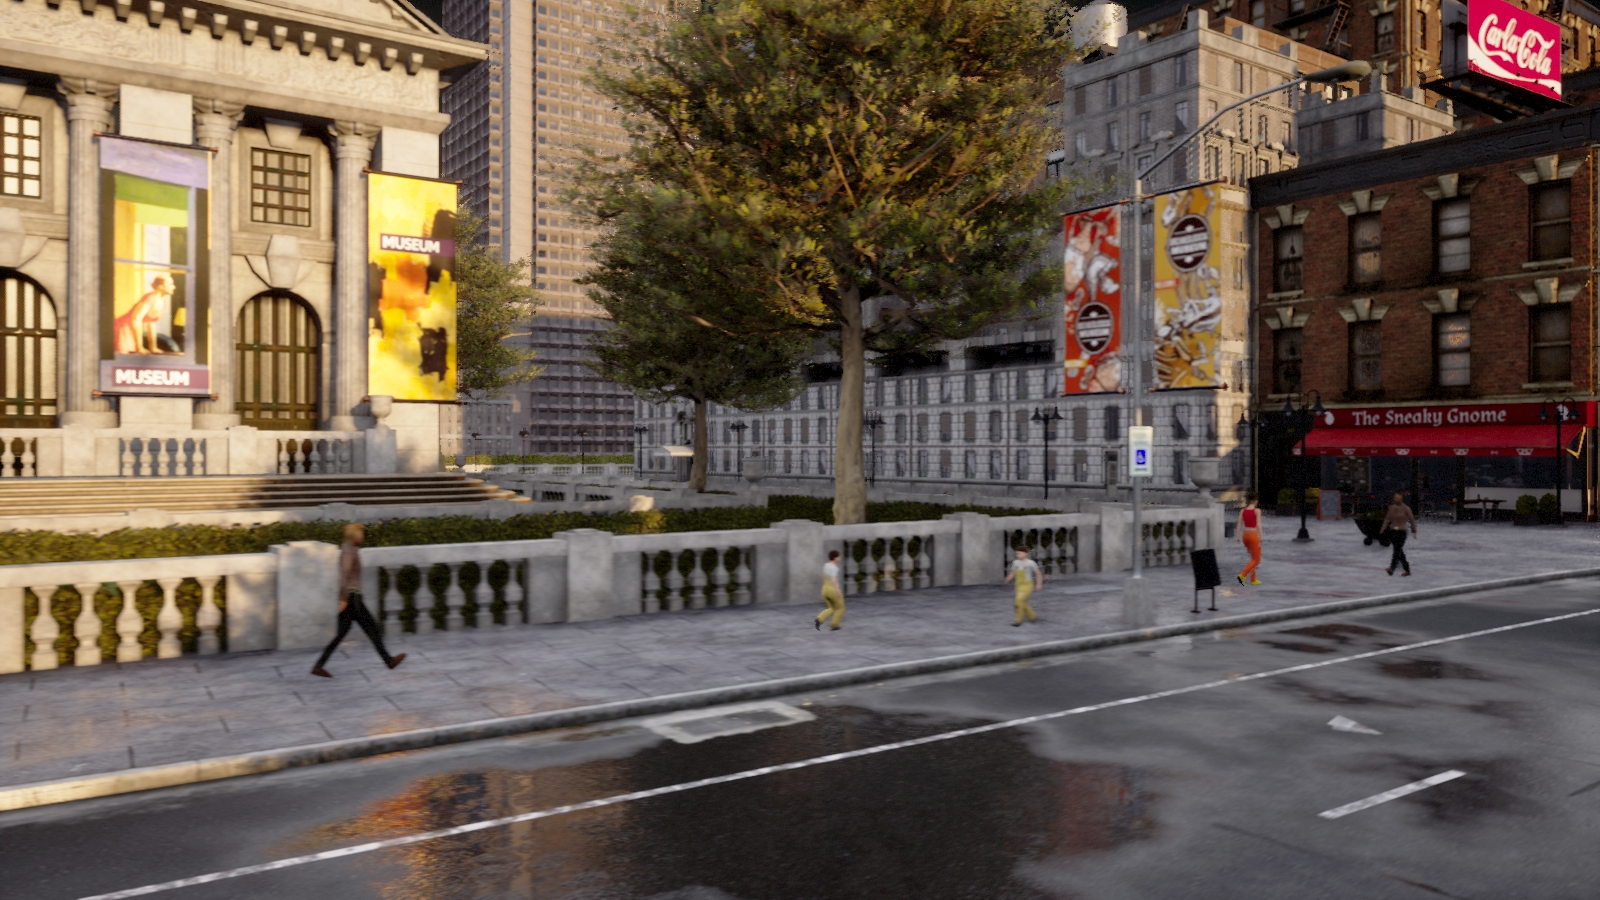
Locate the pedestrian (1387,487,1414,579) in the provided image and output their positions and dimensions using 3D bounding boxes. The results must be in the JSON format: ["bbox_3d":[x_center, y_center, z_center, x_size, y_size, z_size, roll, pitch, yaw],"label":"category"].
[{"bbox_3d":[12.384,1.693,23.566,0.375,1.860,0.375,0,0,-34],"label":"pedestrian"}]

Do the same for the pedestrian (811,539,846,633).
[{"bbox_3d":[0.412,1.975,16.668,0.375,1.300,0.375,0,0,-31],"label":"pedestrian"}]

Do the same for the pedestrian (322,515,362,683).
[{"bbox_3d":[-5.255,1.697,13.118,0.375,1.860,0.375,0,0,-30],"label":"pedestrian"}]

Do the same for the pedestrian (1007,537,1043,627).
[{"bbox_3d":[3.391,1.976,17.189,0.375,1.300,0.375,0,0,-36],"label":"pedestrian"}]

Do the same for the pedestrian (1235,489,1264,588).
[{"bbox_3d":[8.650,1.695,21.984,0.375,1.860,0.375,0,0,-32],"label":"pedestrian"}]
